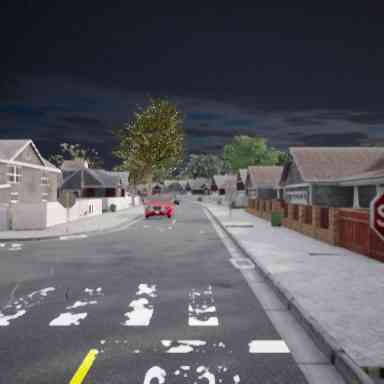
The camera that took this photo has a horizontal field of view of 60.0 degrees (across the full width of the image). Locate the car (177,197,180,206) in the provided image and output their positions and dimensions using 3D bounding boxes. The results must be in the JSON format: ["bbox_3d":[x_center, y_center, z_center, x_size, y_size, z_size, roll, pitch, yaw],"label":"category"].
[{"bbox_3d":[-2.950,1.495,54.252,2.033,1.411,5.357,0,0,-5],"label":"car"}]

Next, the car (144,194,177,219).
[{"bbox_3d":[-2.729,1.229,28.839,2.150,2.045,5.566,0,0,0],"label":"car"}]
